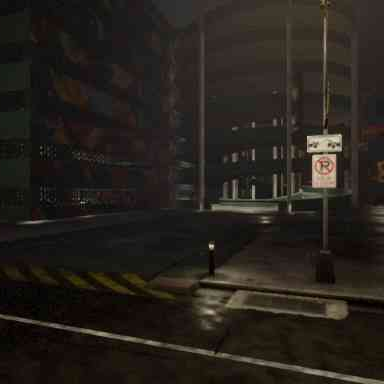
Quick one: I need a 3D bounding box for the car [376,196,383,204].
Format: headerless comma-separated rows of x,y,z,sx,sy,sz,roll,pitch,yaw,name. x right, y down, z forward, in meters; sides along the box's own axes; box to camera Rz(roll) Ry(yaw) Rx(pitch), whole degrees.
35.268,1.221,58.583,2.150,2.045,5.566,0,0,-21,car

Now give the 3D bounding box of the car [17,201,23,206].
-20.353,1.463,43.472,4.718,1.301,1.895,0,0,20,car

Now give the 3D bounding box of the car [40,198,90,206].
-11.922,1.320,32.349,4.674,1.452,2.002,0,0,20,car

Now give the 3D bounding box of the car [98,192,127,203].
-14.678,1.029,61.098,5.566,2.045,2.435,0,0,20,car
